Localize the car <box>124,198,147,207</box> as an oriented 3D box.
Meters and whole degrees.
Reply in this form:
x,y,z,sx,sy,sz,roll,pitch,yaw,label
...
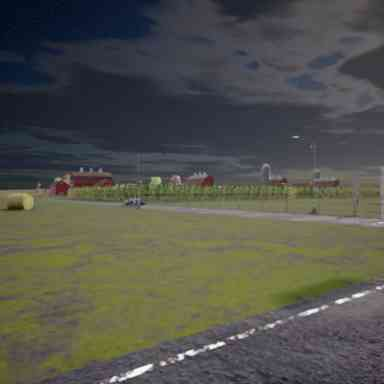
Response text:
x,y,z,sx,sy,sz,roll,pitch,yaw,label
-9.294,1.615,54.162,2.033,1.411,5.357,-1,0,-35,car
